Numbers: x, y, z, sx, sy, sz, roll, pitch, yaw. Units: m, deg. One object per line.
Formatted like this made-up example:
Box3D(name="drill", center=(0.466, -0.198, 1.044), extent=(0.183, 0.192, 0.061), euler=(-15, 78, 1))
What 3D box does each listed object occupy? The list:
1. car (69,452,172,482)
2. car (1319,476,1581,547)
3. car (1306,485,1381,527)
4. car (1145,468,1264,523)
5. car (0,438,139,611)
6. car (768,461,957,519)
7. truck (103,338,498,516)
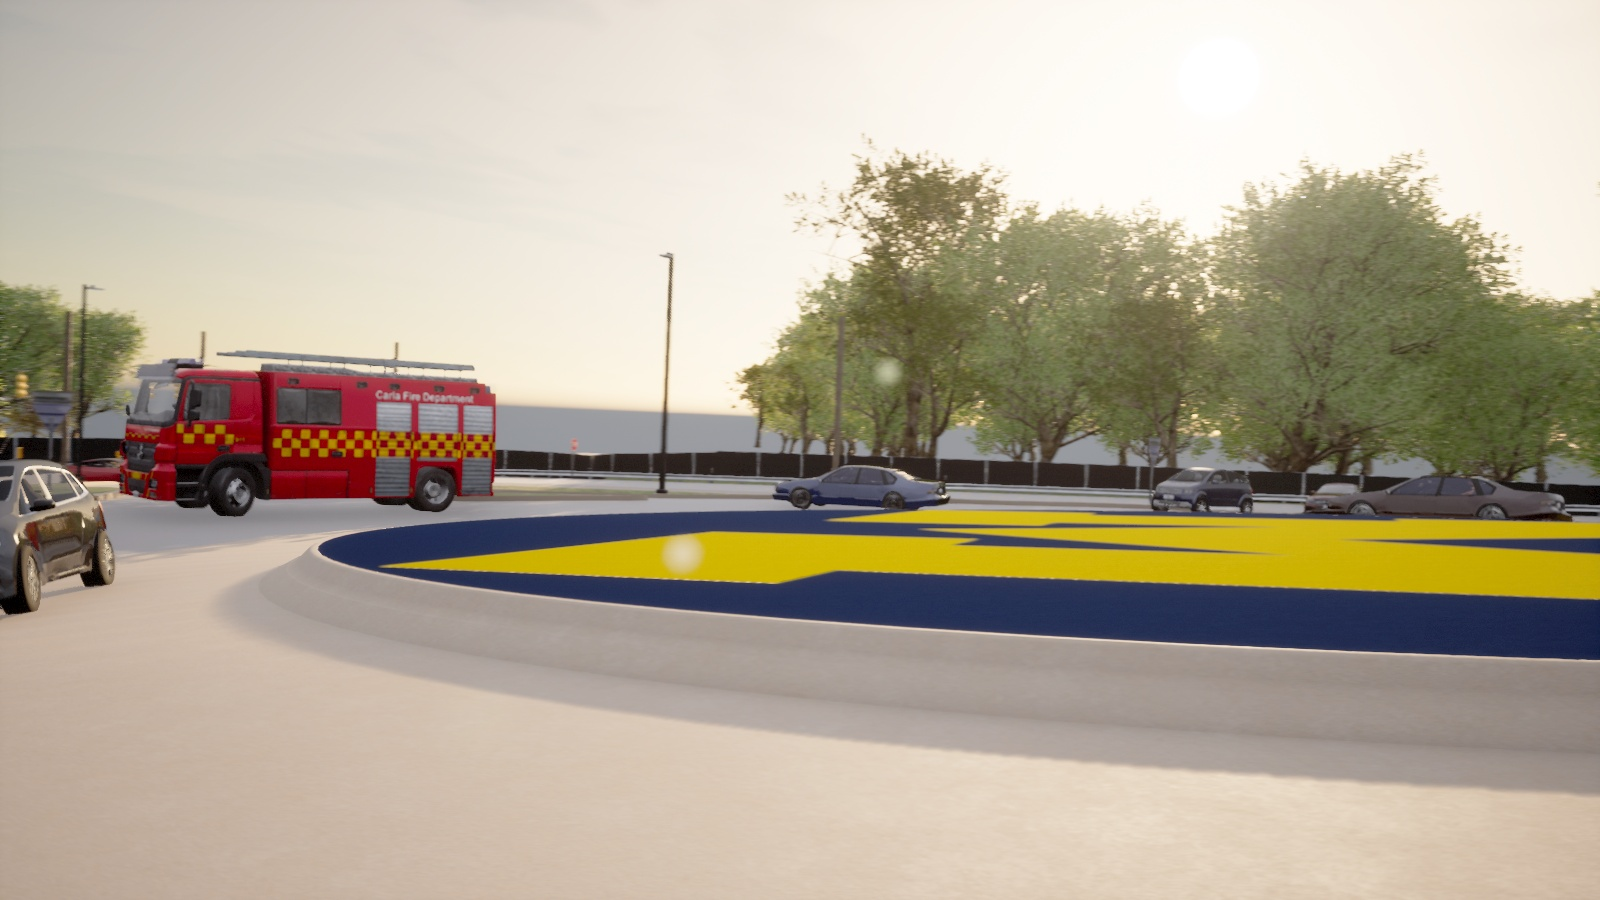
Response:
Box3D(name="car", center=(-37.371, 0.912, 69.131), extent=(4.514, 1.525, 2.007), euler=(0, 2, -3))
Box3D(name="car", center=(15.976, 1.492, 31.098), extent=(5.357, 1.411, 2.033), euler=(0, -7, 44))
Box3D(name="car", center=(20.938, 2.178, 48.308), extent=(1.812, 1.442, 4.674), euler=(1, -4, 34))
Box3D(name="car", center=(12.972, 1.467, 40.230), extent=(3.705, 1.549, 1.789), euler=(4, 0, -38))
Box3D(name="car", center=(-9.317, 0.834, 14.134), extent=(2.242, 1.667, 4.611), euler=(-6, 1, -15))
Box3D(name="car", center=(1.916, 1.190, 38.597), extent=(5.357, 1.411, 2.033), euler=(3, 2, 22))
Box3D(name="truck", center=(-12.027, -0.494, 30.999), extent=(2.891, 3.827, 8.468), euler=(4, 2, 45))
